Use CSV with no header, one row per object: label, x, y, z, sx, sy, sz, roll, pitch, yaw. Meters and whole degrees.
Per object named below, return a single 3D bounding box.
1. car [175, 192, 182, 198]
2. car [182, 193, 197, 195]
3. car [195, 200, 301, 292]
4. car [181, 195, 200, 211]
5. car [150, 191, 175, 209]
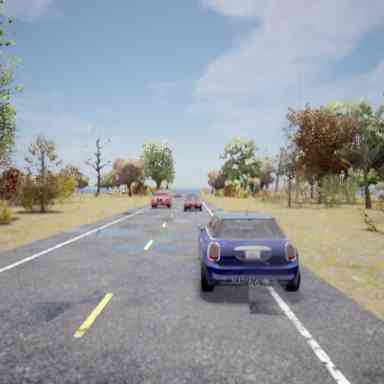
car,-3.392,0.892,83.264,1.837,1.490,4.892,0,0,0
car,0.076,0.972,46.698,2.097,1.767,4.553,0,0,0
car,1.236,1.265,8.859,2.097,1.767,4.553,0,1,0
car,0.115,1.292,35.734,1.895,1.301,4.718,0,0,0
car,-3.546,0.890,39.192,2.150,2.045,5.566,0,0,0
